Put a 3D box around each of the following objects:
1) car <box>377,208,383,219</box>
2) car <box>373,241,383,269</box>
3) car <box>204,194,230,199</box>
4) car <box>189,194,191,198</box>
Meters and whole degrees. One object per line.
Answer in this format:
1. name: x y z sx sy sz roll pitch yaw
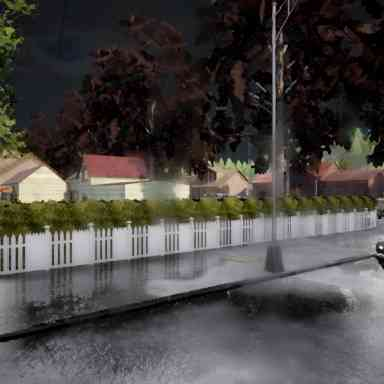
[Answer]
1. car: 13.890 1.564 27.798 1.994 1.385 4.181 0 0 -35
2. car: 7.347 1.601 9.703 4.718 1.301 1.895 0 0 -34
3. car: 3.597 1.223 42.223 2.150 2.045 5.566 0 0 -35
4. car: -2.191 1.221 57.456 2.150 2.045 5.566 0 0 -35
